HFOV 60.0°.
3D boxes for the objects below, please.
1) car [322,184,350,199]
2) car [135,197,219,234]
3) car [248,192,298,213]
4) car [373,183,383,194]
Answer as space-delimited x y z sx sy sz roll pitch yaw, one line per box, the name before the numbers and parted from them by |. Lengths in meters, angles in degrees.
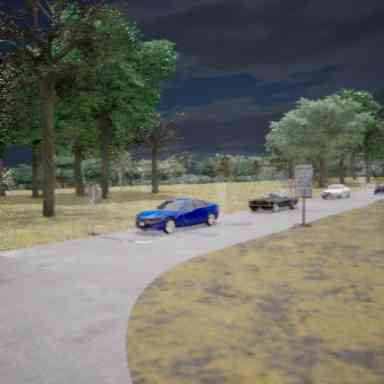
car | 15.545 -0.063 35.798 1.812 1.442 4.674 0 3 40
car | -0.641 1.060 16.790 1.882 1.535 5.008 0 2 41
car | 6.090 0.710 24.706 1.895 1.301 4.718 0 2 40
car | 23.931 -0.483 41.137 1.895 1.301 4.718 0 3 40
